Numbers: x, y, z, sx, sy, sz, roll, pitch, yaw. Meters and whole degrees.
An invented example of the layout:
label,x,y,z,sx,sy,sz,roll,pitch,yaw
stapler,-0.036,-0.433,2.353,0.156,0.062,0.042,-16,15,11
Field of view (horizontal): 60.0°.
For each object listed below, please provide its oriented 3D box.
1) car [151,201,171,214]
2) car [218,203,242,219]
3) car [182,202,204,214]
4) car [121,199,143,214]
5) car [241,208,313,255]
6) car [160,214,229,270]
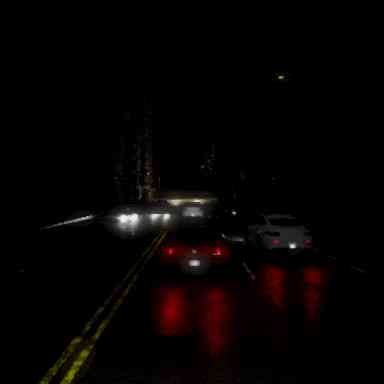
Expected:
label,x,y,z,sx,sy,sz,roll,pitch,yaw
car,-3.347,1.654,36.611,1.994,1.385,4.181,0,0,0
car,3.332,1.636,28.155,1.994,1.385,4.181,0,0,0
car,0.084,1.599,28.549,1.812,1.442,4.674,0,0,0
car,-6.597,1.583,36.885,2.128,1.511,4.902,0,0,0
car,3.337,1.562,13.328,1.812,1.442,4.674,0,0,0
car,0.081,1.631,11.157,1.895,1.301,4.718,0,0,0
